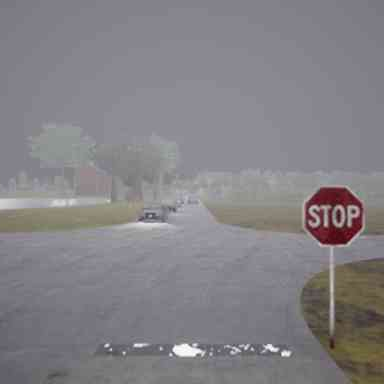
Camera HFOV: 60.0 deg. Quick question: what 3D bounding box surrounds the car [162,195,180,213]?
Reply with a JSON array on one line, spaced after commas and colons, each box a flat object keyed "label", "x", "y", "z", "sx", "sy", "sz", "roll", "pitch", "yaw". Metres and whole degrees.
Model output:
[{"label": "car", "x": -2.731, "y": 1.475, "z": 37.949, "sx": 1.882, "sy": 1.535, "sz": 5.008, "roll": 0, "pitch": 0, "yaw": 0}]

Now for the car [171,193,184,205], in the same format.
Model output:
[{"label": "car", "x": -2.622, "y": 1.202, "z": 60.529, "sx": 2.150, "sy": 2.045, "sz": 5.566, "roll": 0, "pitch": 0, "yaw": 1}]

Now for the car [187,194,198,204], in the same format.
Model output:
[{"label": "car", "x": 0.167, "y": 1.545, "z": 61.229, "sx": 1.994, "sy": 1.385, "sz": 4.181, "roll": 0, "pitch": 0, "yaw": 0}]

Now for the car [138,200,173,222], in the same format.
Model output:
[{"label": "car", "x": -2.948, "y": 1.567, "z": 26.225, "sx": 1.994, "sy": 1.385, "sz": 4.181, "roll": 0, "pitch": 0, "yaw": 3}]

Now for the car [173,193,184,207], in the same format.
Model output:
[{"label": "car", "x": -2.694, "y": 1.344, "z": 48.734, "sx": 2.097, "sy": 1.767, "sz": 4.553, "roll": 0, "pitch": 0, "yaw": 0}]

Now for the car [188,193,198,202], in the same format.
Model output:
[{"label": "car", "x": 0.194, "y": 1.155, "z": 71.240, "sx": 2.097, "sy": 1.767, "sz": 4.553, "roll": 0, "pitch": 0, "yaw": 0}]
